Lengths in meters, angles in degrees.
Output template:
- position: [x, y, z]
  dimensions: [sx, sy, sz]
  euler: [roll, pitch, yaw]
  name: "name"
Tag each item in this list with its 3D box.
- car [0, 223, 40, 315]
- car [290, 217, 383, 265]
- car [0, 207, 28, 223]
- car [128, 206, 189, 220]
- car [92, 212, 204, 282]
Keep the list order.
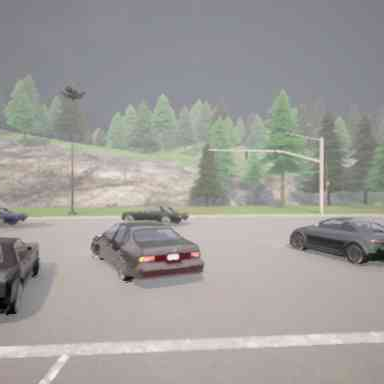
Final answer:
- position: [-4.505, 1.613, 7.170]
  dimensions: [1.895, 1.301, 4.718]
  euler: [0, 0, -19]
  name: "car"
- position: [5.438, 1.598, 11.987]
  dimensions: [1.994, 1.385, 4.181]
  euler: [0, 0, -21]
  name: "car"
- position: [-13.518, 1.637, 21.741]
  dimensions: [4.718, 1.301, 1.895]
  euler: [0, 0, -4]
  name: "car"
- position: [-2.689, 1.653, 23.685]
  dimensions: [4.718, 1.301, 1.895]
  euler: [0, 0, 22]
  name: "car"
- position: [-1.608, 1.570, 10.002]
  dimensions: [2.033, 1.411, 5.357]
  euler: [0, 0, -28]
  name: "car"
